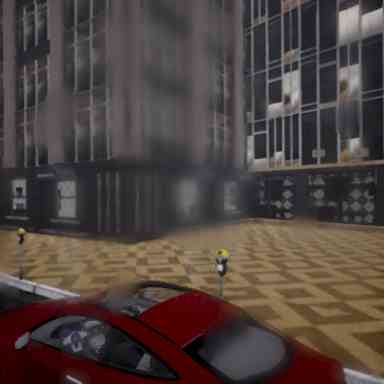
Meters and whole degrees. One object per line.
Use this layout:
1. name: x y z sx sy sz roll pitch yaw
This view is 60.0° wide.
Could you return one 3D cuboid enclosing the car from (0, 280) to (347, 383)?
1. car: -0.653 1.604 3.339 4.206 1.307 1.802 -1 0 35
